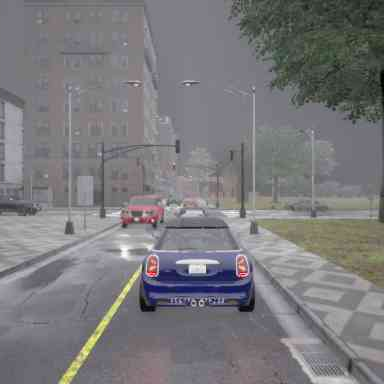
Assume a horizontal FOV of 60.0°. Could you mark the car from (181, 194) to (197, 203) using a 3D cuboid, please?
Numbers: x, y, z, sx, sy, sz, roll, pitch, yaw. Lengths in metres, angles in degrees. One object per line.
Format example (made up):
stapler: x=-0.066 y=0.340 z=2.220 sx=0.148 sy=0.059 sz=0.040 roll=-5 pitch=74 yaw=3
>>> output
car: x=-0.268 y=1.425 z=54.785 sx=2.097 sy=1.767 sz=4.553 roll=0 pitch=0 yaw=-1

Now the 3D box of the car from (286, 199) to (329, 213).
car: x=13.358 y=1.626 z=37.891 sx=4.181 sy=1.385 sz=1.994 roll=0 pitch=-1 yaw=-1

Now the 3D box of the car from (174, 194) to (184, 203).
car: x=-2.916 y=1.374 z=76.118 sx=2.150 sy=2.045 sz=5.566 roll=0 pitch=0 yaw=0

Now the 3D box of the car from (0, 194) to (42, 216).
car: x=-17.133 y=1.190 z=31.120 sx=5.566 sy=2.045 sz=2.150 roll=0 pitch=-1 yaw=0

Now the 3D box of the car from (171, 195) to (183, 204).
car: x=-2.927 y=1.460 z=65.529 sx=2.097 sy=1.767 sz=4.553 roll=0 pitch=0 yaw=0

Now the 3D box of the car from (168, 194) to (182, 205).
car: x=-2.977 y=1.297 z=55.732 sx=2.150 sy=2.045 sz=5.566 roll=0 pitch=0 yaw=-2

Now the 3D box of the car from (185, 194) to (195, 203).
car: x=-0.418 y=1.376 z=76.704 sx=2.150 sy=2.045 sz=5.566 roll=0 pitch=0 yaw=0

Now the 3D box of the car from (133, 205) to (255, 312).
car: x=0.094 y=1.355 z=7.877 sx=2.097 sy=1.767 sz=4.553 roll=0 pitch=0 yaw=0

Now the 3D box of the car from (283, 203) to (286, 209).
car: x=13.774 y=1.590 z=41.154 sx=4.902 sy=1.511 sz=2.128 roll=0 pitch=-1 yaw=0

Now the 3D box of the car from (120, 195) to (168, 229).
car: x=-3.133 y=1.237 z=22.027 sx=2.150 sy=2.045 sz=5.566 roll=0 pitch=0 yaw=2

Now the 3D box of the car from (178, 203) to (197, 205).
car: x=0.019 y=1.537 z=17.550 sx=1.812 sy=1.442 sz=4.674 roll=0 pitch=0 yaw=1
